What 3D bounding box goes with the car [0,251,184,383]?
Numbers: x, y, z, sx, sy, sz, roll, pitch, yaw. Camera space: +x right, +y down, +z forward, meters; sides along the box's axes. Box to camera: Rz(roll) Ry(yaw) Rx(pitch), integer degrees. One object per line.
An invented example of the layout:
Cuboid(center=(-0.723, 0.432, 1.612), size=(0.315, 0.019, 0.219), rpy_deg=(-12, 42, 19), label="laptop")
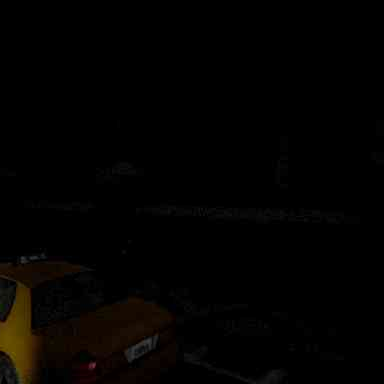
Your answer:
Cuboid(center=(-2.375, 1.522, 4.660), size=(4.829, 1.417, 1.752), rpy_deg=(0, 0, 36), label="car")
